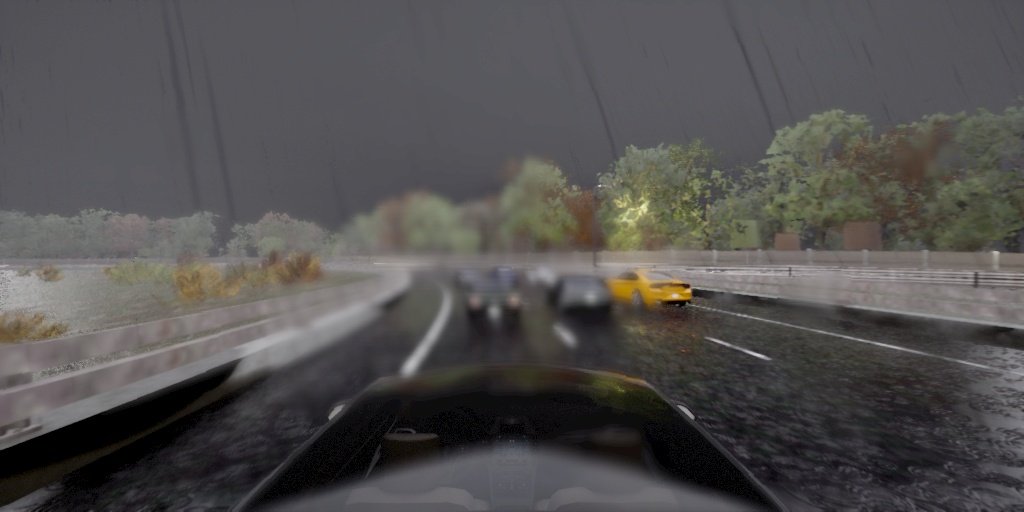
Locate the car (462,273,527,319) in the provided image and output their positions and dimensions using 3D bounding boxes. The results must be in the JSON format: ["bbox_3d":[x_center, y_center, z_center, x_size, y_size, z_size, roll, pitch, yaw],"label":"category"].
[{"bbox_3d":[-0.816,1.513,13.699,1.895,1.301,4.718,0,-1,-7],"label":"car"}]

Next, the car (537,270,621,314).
[{"bbox_3d":[2.553,1.475,14.778,1.994,1.385,4.181,0,-1,-8],"label":"car"}]

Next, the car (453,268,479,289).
[{"bbox_3d":[-3.378,1.648,27.138,2.033,1.411,5.357,0,-1,-14],"label":"car"}]

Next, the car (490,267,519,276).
[{"bbox_3d":[-0.758,1.660,30.665,1.812,1.442,4.674,0,-1,-17],"label":"car"}]

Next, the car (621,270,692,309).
[{"bbox_3d":[5.888,1.390,16.143,1.882,1.535,5.008,0,0,-8],"label":"car"}]

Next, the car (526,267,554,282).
[{"bbox_3d":[2.658,1.655,31.472,1.812,1.442,4.674,0,-1,-16],"label":"car"}]
